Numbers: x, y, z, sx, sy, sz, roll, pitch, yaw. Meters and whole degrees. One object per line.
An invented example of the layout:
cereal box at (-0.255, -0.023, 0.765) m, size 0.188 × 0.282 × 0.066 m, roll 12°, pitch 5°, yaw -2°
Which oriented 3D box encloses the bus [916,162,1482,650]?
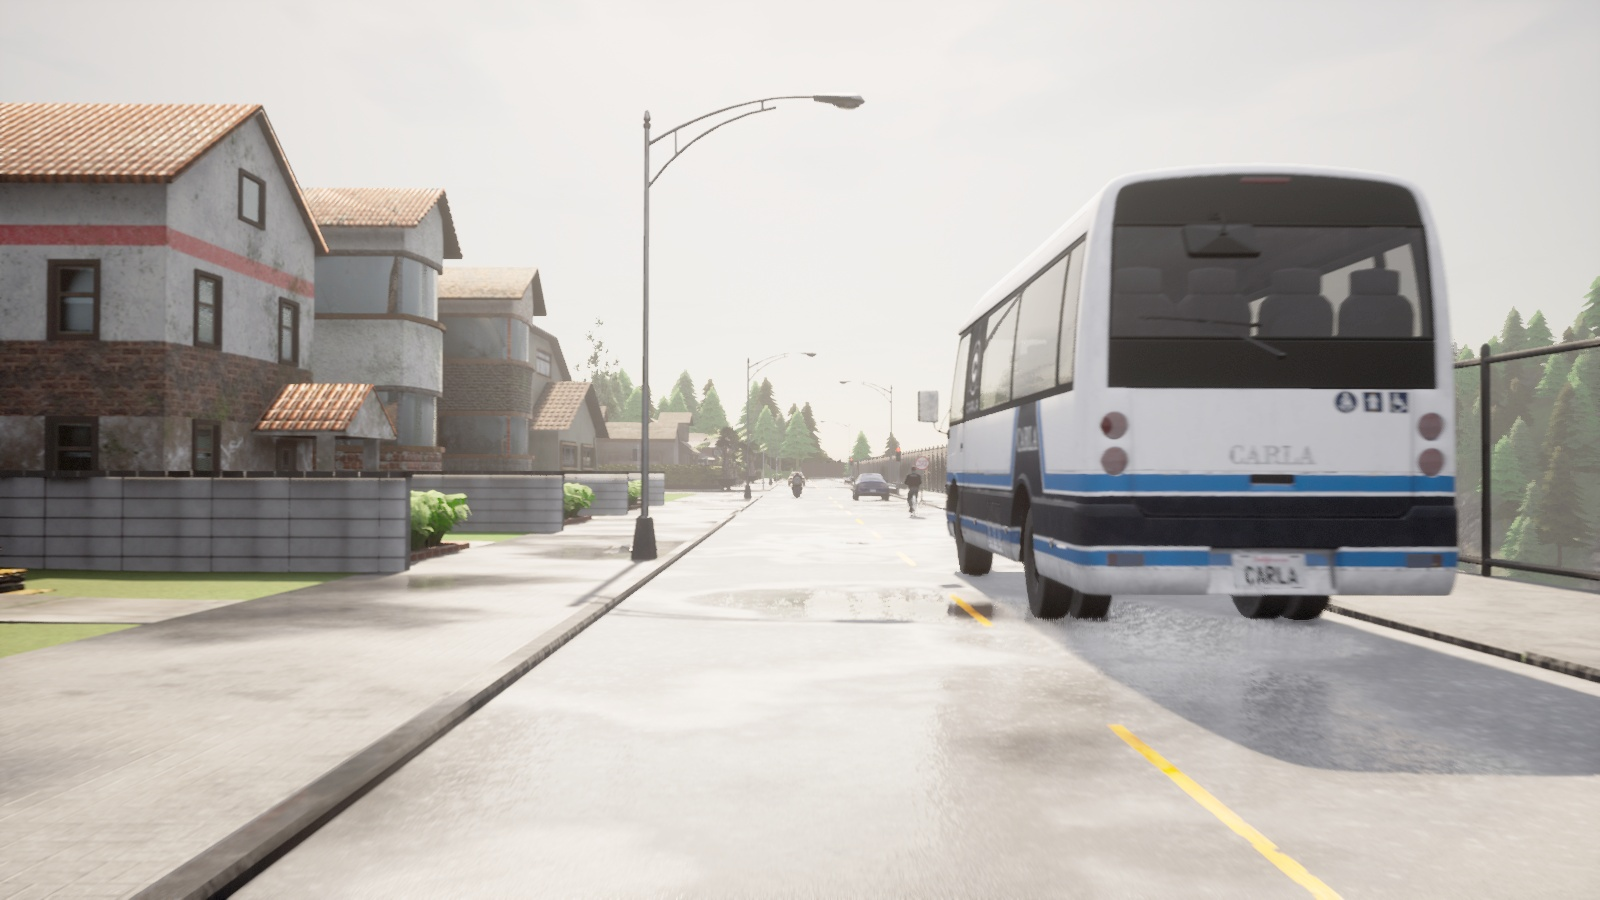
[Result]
bus at (3.955, -0.308, 16.125) m, size 3.944 × 4.253 × 10.273 m, roll 0°, pitch -1°, yaw 0°

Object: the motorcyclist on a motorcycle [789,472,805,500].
motorcyclist on a motorcycle at (-0.152, 2.060, 72.274) m, size 0.866 × 1.530 × 2.191 m, roll 0°, pitch -1°, yaw 1°

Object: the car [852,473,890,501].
car at (3.832, 1.966, 68.163) m, size 1.812 × 1.442 × 4.674 m, roll 0°, pitch -1°, yaw 0°
